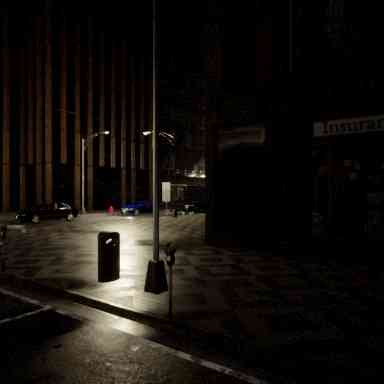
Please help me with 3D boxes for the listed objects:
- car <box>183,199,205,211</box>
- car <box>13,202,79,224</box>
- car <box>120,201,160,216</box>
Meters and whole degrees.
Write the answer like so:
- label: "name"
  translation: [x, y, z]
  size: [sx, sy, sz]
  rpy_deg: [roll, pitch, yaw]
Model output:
- label: "car"
  translation: [0.774, 1.634, 42.661]
  size: [2.128, 1.511, 4.902]
  rpy_deg: [0, 0, 35]
- label: "car"
  translation: [-11.177, 1.573, 25.792]
  size: [1.837, 1.490, 4.892]
  rpy_deg: [0, 0, 35]
- label: "car"
  translation: [-5.242, 1.631, 34.183]
  size: [1.812, 1.442, 4.674]
  rpy_deg: [0, 0, 36]
